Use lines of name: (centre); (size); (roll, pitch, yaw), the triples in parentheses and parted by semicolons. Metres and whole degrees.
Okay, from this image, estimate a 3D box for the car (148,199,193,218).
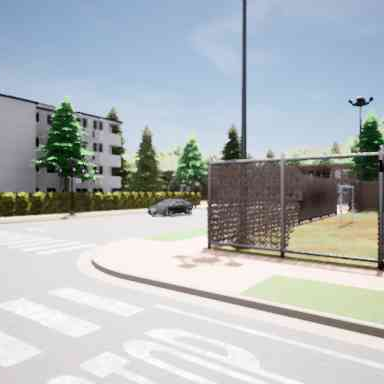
car: (-1.843, 1.376, 29.353); (2.128, 1.511, 4.902); (0, 0, 35)
